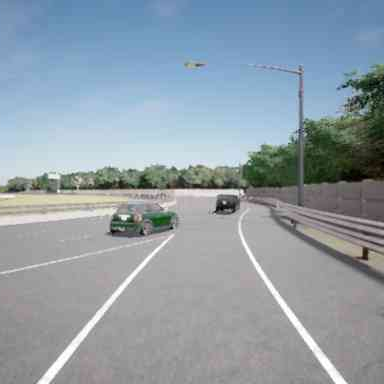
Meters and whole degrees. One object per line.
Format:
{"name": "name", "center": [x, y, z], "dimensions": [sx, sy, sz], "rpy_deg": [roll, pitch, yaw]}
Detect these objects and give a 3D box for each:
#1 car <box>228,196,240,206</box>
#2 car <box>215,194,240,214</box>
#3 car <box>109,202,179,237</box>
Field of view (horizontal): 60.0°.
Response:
{"name": "car", "center": [7.246, 1.543, 57.958], "dimensions": [1.812, 1.442, 4.674], "rpy_deg": [0, 0, 3]}
{"name": "car", "center": [3.940, 1.231, 36.639], "dimensions": [2.150, 2.045, 5.566], "rpy_deg": [1, 0, 13]}
{"name": "car", "center": [-2.512, 1.335, 18.480], "dimensions": [2.097, 1.767, 4.553], "rpy_deg": [0, 0, 24]}
